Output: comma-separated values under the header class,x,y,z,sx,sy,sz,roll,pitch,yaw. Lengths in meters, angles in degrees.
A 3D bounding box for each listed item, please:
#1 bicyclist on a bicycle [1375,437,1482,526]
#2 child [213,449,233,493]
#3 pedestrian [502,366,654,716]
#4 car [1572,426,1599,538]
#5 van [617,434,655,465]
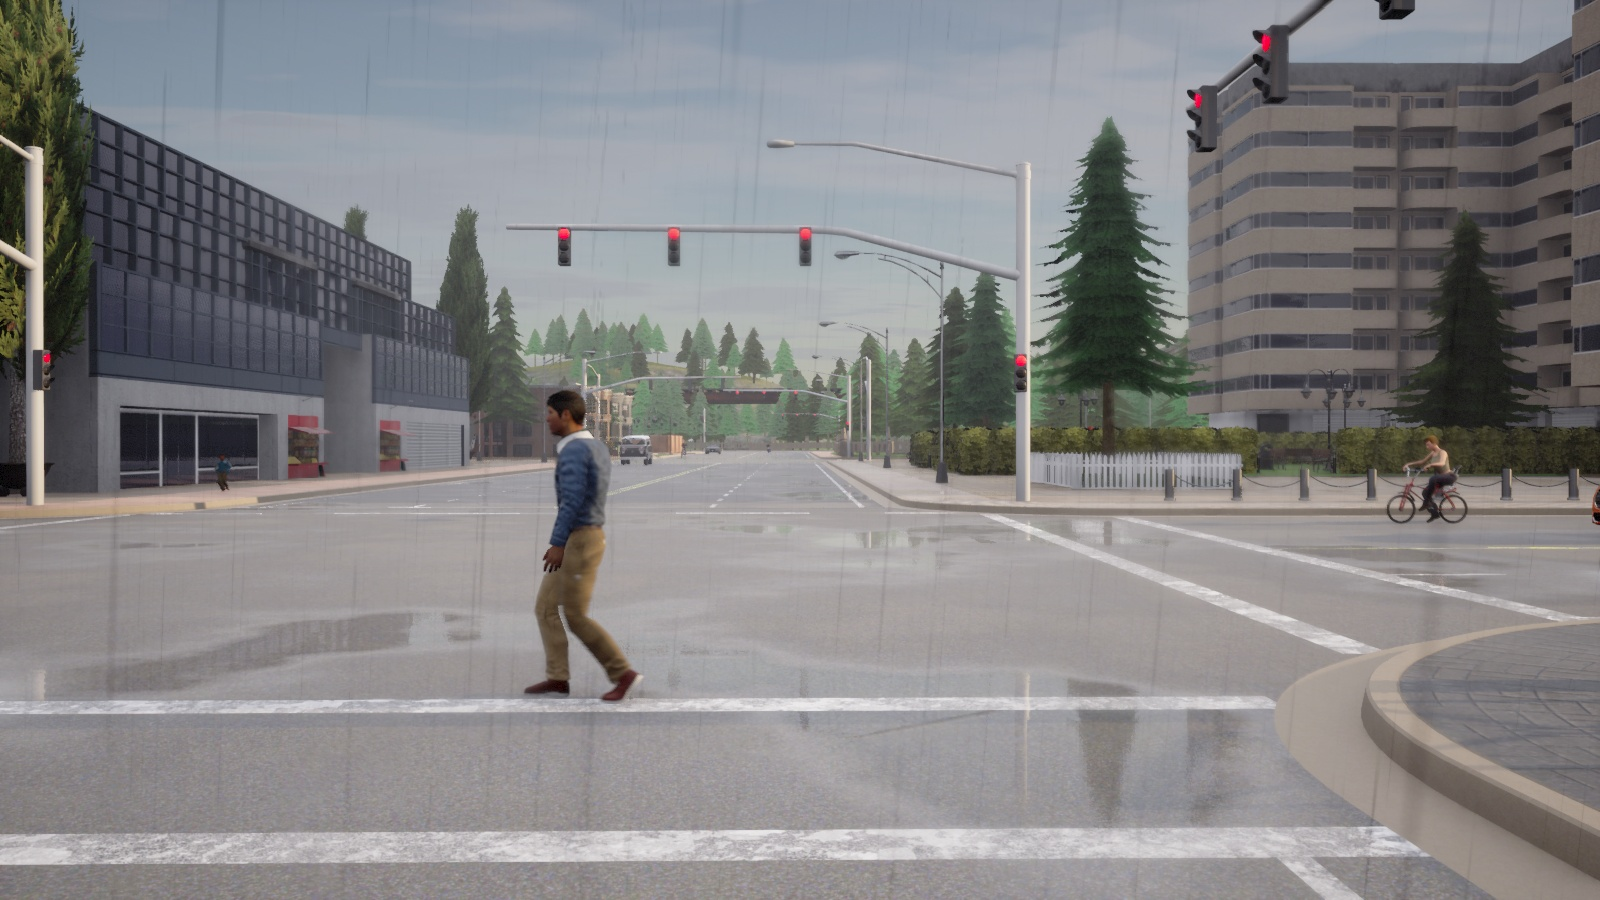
class,x,y,z,sx,sy,sz,roll,pitch,yaw
bicyclist on a bicycle,11.464,0.563,22.946,1.509,1.612,0.866,0,0,0
child,-15.939,0.576,34.687,0.343,1.192,0.448,0,0,-3
pedestrian,-1.265,0.505,7.225,0.788,1.949,0.423,0,0,2
car,14.889,0.507,19.479,4.553,1.767,2.097,0,0,0
van,-11.131,-0.021,85.441,2.069,2.038,4.480,0,0,0
